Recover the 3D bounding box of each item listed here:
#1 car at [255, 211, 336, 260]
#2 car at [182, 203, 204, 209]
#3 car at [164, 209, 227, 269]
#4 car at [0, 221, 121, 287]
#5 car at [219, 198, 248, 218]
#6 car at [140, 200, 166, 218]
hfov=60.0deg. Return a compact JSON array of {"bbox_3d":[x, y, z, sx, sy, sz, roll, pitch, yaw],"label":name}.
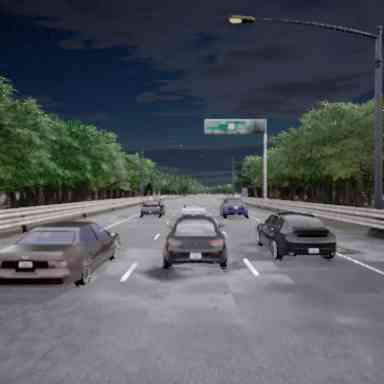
[{"bbox_3d":[3.604,1.482,12.259,1.837,1.490,4.892,0,0,0],"label":"car"},{"bbox_3d":[0.108,1.558,28.074,1.895,1.301,4.718,0,0,0],"label":"car"},{"bbox_3d":[0.109,1.505,11.013,1.812,1.442,4.674,0,0,0],"label":"car"},{"bbox_3d":[-3.398,1.530,9.308,2.033,1.411,5.357,0,0,0],"label":"car"},{"bbox_3d":[3.608,1.308,29.348,2.097,1.767,4.553,0,0,0],"label":"car"},{"bbox_3d":[-3.392,1.447,29.587,2.128,1.511,4.902,0,0,0],"label":"car"}]
